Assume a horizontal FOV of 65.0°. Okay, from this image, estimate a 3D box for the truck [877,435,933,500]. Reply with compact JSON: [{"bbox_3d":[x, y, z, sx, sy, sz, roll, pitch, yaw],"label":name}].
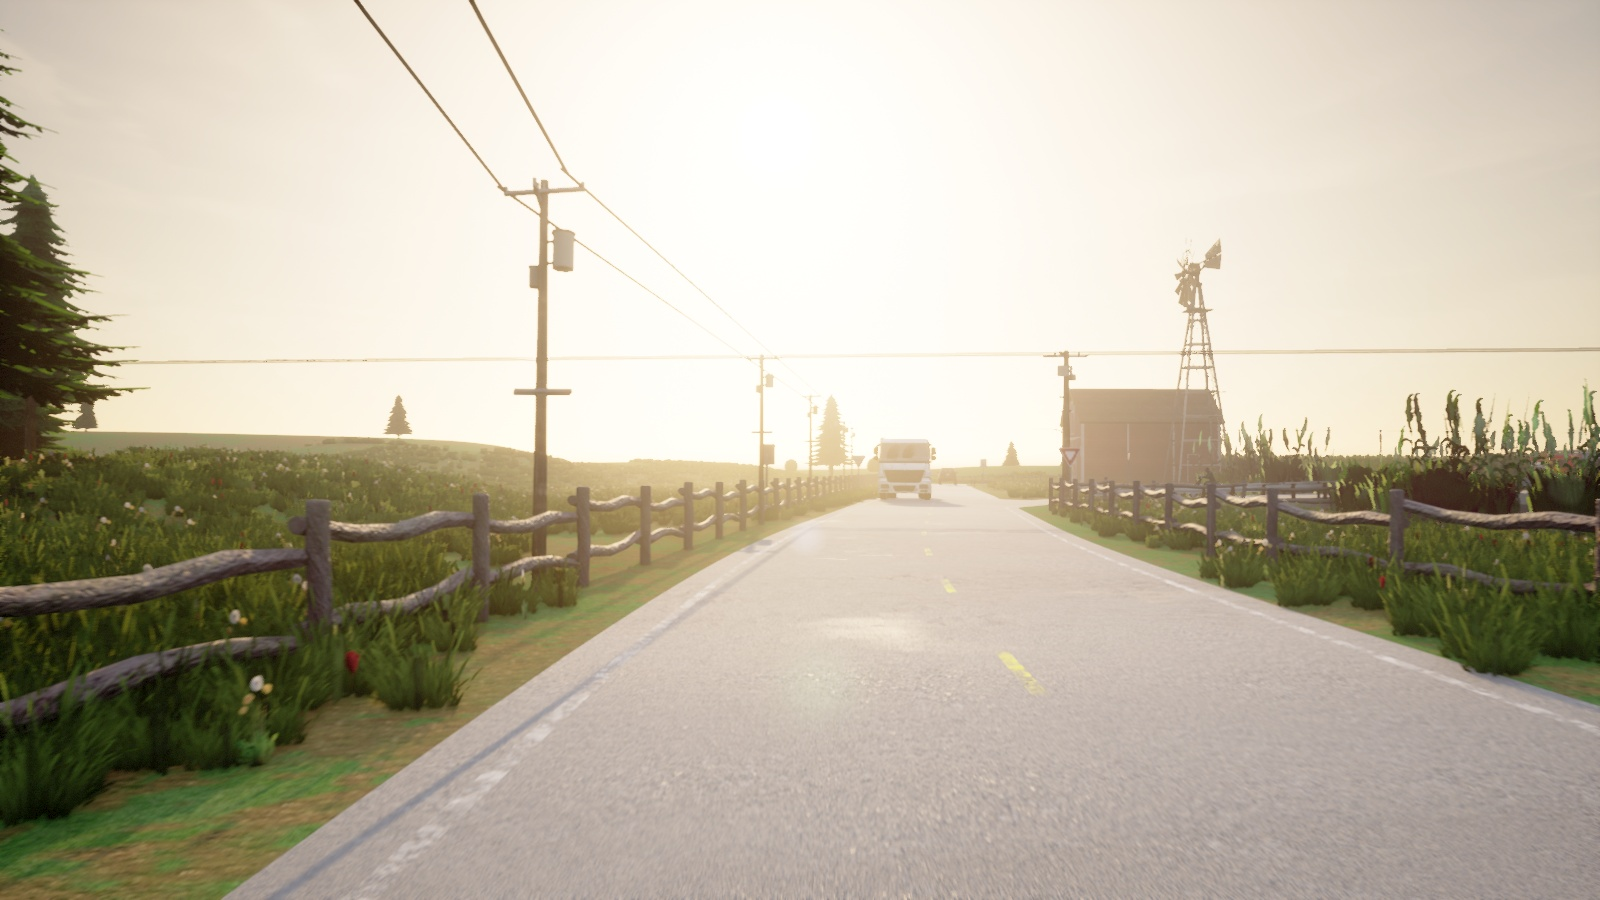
[{"bbox_3d":[6.044,0.998,71.006,2.891,3.462,7.936,0,-1,7],"label":"truck"}]
